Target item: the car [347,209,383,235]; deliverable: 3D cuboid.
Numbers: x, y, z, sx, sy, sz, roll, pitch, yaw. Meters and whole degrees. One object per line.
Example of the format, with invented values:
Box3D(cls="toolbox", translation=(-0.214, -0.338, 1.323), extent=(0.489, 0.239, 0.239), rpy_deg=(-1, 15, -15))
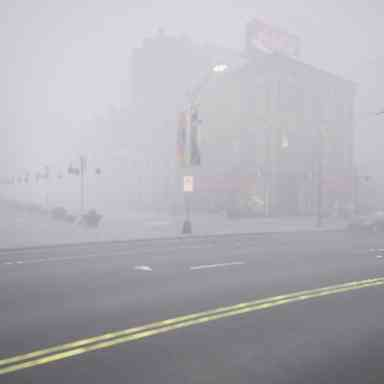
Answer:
Box3D(cls="car", translation=(11.739, 1.757, 20.135), extent=(4.674, 1.452, 2.002), rpy_deg=(1, 0, -16))
